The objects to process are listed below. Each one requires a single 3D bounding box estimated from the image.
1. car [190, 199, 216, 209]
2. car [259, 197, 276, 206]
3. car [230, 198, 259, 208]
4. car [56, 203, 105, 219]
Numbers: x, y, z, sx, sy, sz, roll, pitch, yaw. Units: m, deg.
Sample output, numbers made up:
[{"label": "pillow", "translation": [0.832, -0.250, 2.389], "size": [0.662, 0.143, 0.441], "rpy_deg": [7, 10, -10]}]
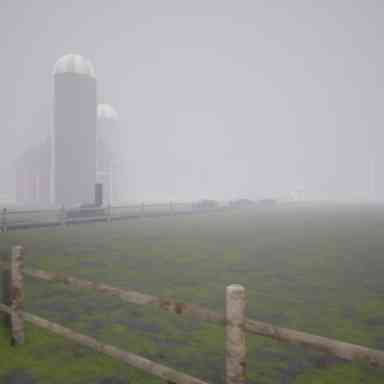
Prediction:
[{"label": "car", "translation": [1.562, 1.625, 45.756], "size": [1.994, 1.385, 4.181], "rpy_deg": [0, 0, 36]}, {"label": "car", "translation": [12.937, 1.614, 56.782], "size": [1.994, 1.385, 4.181], "rpy_deg": [0, 0, 36]}, {"label": "car", "translation": [7.400, 1.606, 48.964], "size": [2.033, 1.411, 5.357], "rpy_deg": [0, 0, 36]}, {"label": "car", "translation": [-9.897, 1.646, 29.784], "size": [1.994, 1.385, 4.181], "rpy_deg": [0, 0, 36]}]
